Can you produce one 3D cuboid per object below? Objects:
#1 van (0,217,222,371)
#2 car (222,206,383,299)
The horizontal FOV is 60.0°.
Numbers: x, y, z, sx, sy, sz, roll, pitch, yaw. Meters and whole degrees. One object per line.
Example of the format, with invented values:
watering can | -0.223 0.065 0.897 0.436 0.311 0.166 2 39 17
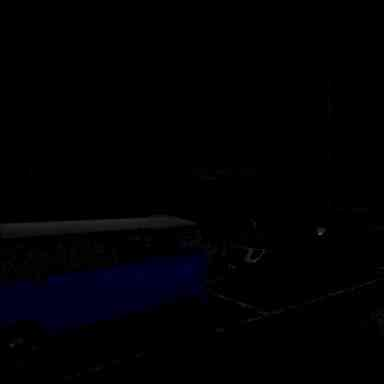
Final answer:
van | -1.642 1.340 5.375 3.998 1.788 1.690 0 -1 -35
car | 2.910 1.312 8.613 5.009 1.841 2.192 0 -1 -35
